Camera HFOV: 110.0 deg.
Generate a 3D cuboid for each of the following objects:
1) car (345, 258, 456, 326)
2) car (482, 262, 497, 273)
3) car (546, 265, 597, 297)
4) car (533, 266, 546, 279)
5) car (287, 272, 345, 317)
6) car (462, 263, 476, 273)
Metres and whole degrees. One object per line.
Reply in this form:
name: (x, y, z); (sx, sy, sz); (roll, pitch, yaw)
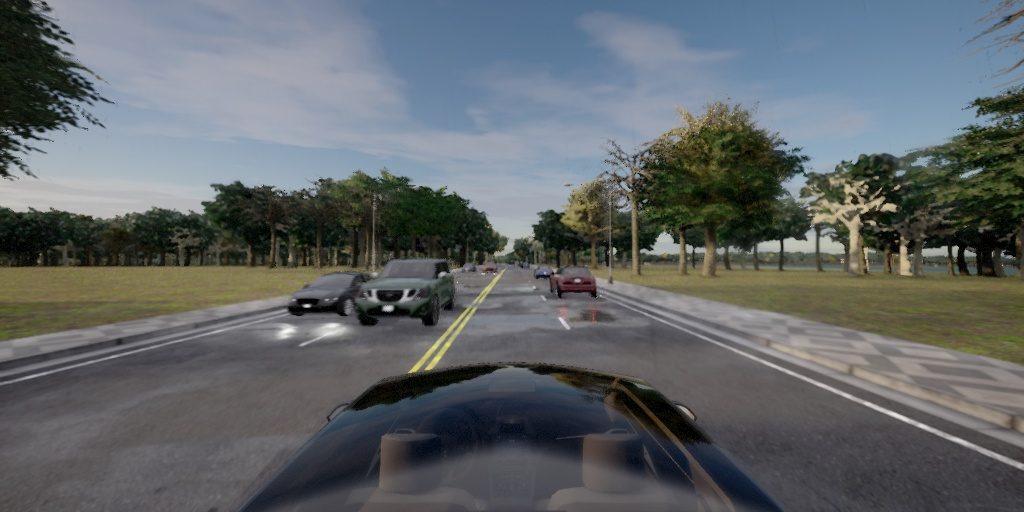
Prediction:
car: (-3.348, 1.085, 12.461); (2.150, 2.045, 5.566); (0, -1, 0)
car: (-3.314, 1.689, 54.084); (2.097, 1.767, 4.553); (0, -1, 0)
car: (3.352, 1.303, 20.420); (2.097, 1.767, 4.553); (0, -1, 0)
car: (3.354, 1.714, 38.324); (1.994, 1.385, 4.181); (0, -1, 0)
car: (-6.600, 1.385, 13.971); (1.837, 1.490, 4.892); (0, -1, 0)
car: (-6.560, 1.839, 55.037); (2.128, 1.511, 4.902); (0, -1, 0)
